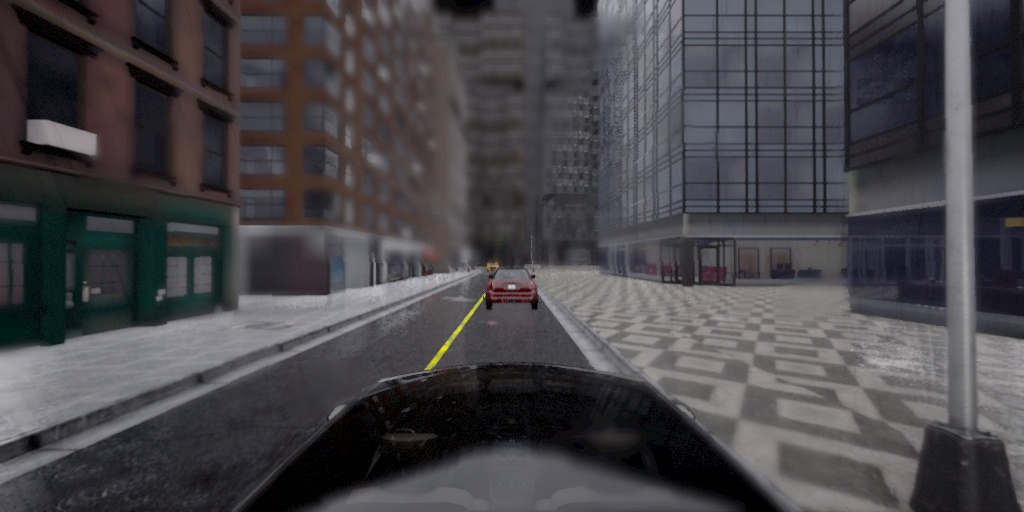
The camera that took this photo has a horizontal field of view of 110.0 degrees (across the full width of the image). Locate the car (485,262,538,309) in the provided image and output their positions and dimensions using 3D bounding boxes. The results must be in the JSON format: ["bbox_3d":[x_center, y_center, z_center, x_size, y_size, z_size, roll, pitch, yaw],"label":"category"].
[{"bbox_3d":[-0.005,1.232,15.932,2.097,1.767,4.553,0,-1,0],"label":"car"}]

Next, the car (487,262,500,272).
[{"bbox_3d":[-3.034,1.795,60.117,1.882,1.535,5.008,0,-1,0],"label":"car"}]
